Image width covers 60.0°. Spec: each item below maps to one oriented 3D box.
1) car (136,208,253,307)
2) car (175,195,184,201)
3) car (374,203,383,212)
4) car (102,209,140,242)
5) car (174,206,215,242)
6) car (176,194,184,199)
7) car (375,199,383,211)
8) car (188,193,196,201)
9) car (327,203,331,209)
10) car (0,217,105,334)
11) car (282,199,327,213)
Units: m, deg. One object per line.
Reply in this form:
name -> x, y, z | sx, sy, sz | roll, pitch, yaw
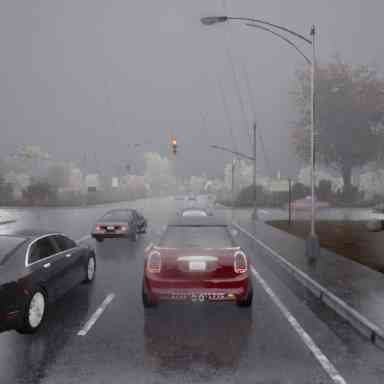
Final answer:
car -> 0.106, 1.352, 8.153 | 2.097, 1.767, 4.553 | 0, 0, 0
car -> -3.426, 1.545, 85.394 | 1.994, 1.385, 4.181 | 0, 0, 0
car -> 22.394, 1.496, 36.049 | 4.892, 1.490, 1.837 | 0, 0, 3
car -> -3.389, 1.547, 16.398 | 2.033, 1.411, 5.357 | 0, 0, 0
car -> 0.114, 1.526, 17.193 | 1.812, 1.442, 4.674 | 0, 0, 0
car -> -3.377, 1.403, 95.420 | 1.994, 1.385, 4.181 | 0, 0, 1
car -> 24.406, 1.552, 39.453 | 4.181, 1.385, 1.994 | 0, 0, 3
car -> 0.074, 1.518, 85.425 | 1.812, 1.442, 4.674 | 0, 0, 0
car -> 13.752, 1.548, 40.027 | 5.357, 1.411, 2.033 | 0, 0, 3
car -> -3.394, 1.505, 6.740 | 1.837, 1.490, 4.892 | 0, 0, 0
car -> 12.063, 1.564, 36.625 | 4.181, 1.385, 1.994 | 0, 0, 3
